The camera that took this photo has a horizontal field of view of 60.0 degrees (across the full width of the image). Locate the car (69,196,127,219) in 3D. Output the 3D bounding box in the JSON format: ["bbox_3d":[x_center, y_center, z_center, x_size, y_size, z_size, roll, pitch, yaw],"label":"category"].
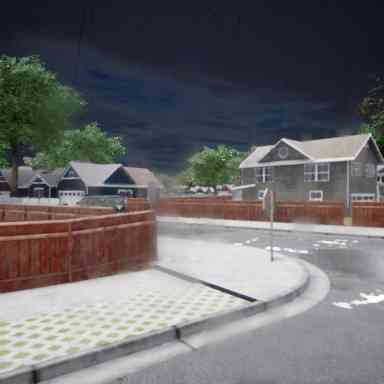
[{"bbox_3d":[-7.437,1.300,25.746,5.566,2.045,2.150,0,0,36],"label":"car"}]
